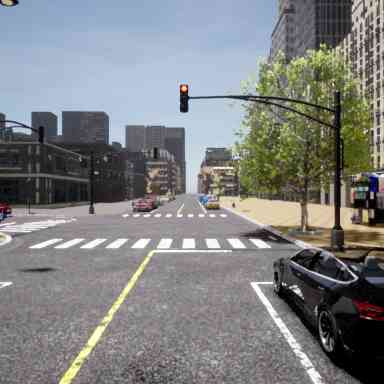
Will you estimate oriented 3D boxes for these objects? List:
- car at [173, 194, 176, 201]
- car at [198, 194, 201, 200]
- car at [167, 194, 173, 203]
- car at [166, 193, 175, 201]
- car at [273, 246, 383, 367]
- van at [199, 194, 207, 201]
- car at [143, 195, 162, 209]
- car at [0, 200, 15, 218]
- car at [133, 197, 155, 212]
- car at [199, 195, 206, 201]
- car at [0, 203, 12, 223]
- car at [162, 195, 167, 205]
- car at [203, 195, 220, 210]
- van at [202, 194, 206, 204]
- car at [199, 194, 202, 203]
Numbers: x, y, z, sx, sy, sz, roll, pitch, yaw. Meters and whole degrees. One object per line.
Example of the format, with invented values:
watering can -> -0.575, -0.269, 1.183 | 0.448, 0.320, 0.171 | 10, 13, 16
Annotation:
car -> -5.644, 1.559, 82.678 | 2.008, 1.369, 4.403 | 0, 0, 0
car -> 2.731, 1.572, 71.574 | 1.947, 1.339, 4.313 | 0, 0, 0
car -> -5.649, 1.532, 71.406 | 1.752, 1.417, 4.829 | 0, 0, 0
car -> -5.640, 1.324, 88.229 | 2.192, 1.841, 5.009 | 0, 0, 0
car -> 2.698, 1.566, 5.789 | 1.947, 1.339, 4.313 | 0, 0, 0
van -> 2.738, 1.349, 82.676 | 1.690, 1.788, 3.998 | 0, 0, 0
car -> -5.662, 1.318, 43.820 | 2.192, 1.841, 5.009 | 0, 0, 0
car -> -17.254, 1.371, 27.278 | 4.507, 1.381, 1.887 | 1, -1, -1
car -> -5.666, 1.584, 38.269 | 1.802, 1.307, 4.206 | 0, 0, 0
car -> 2.740, 1.534, 88.397 | 1.752, 1.417, 4.829 | 0, 0, 0
car -> -14.463, 1.356, 21.357 | 4.674, 1.442, 1.812 | 1, 0, 2
car -> -5.658, 1.555, 54.923 | 2.008, 1.369, 4.403 | 0, 0, 0
car -> 2.717, 1.528, 43.988 | 1.752, 1.417, 4.829 | 0, 0, 0
van -> 2.721, 1.345, 49.370 | 1.690, 1.788, 3.998 | 0, 0, 0
car -> 2.725, 1.556, 60.472 | 2.008, 1.369, 4.403 | 0, 0, 0
